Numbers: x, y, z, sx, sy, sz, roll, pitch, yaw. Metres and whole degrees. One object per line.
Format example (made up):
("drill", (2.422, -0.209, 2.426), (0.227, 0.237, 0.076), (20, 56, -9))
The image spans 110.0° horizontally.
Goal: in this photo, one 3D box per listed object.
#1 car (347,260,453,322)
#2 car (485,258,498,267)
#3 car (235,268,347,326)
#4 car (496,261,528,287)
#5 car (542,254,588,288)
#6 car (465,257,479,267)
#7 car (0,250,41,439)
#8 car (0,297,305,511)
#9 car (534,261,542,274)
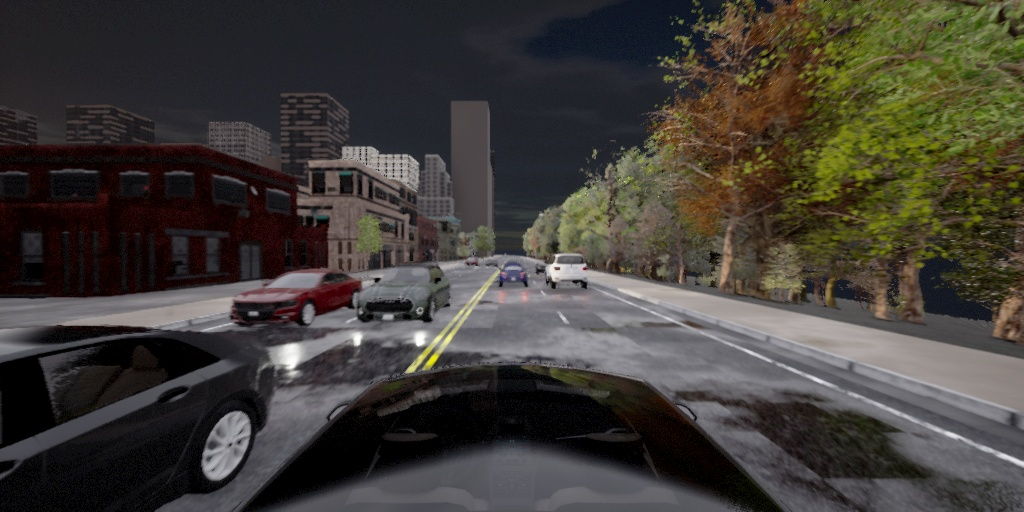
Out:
("car", (-3.343, 1.059, 11.957), (2.097, 1.767, 4.553), (0, 0, 0))
("car", (-3.307, 1.066, 58.911), (1.994, 1.385, 4.181), (0, 0, 1))
("car", (-6.594, 1.186, 11.634), (1.882, 1.535, 5.008), (0, 0, 0))
("car", (0.090, 1.183, 23.627), (1.812, 1.442, 4.674), (0, 0, 0))
("car", (3.344, 0.881, 22.749), (2.150, 2.045, 5.566), (0, 0, 0))
("car", (-6.555, 0.979, 58.972), (1.882, 1.535, 5.008), (0, 0, 0))
("car", (-6.603, 0.973, 1.431), (2.150, 2.045, 5.566), (0, 0, 0))
("car", (-3.351, 1.255, 1.720), (1.837, 1.490, 4.892), (0, 0, 0))
("car", (3.285, 1.198, 37.222), (1.895, 1.301, 4.718), (0, 0, 0))
